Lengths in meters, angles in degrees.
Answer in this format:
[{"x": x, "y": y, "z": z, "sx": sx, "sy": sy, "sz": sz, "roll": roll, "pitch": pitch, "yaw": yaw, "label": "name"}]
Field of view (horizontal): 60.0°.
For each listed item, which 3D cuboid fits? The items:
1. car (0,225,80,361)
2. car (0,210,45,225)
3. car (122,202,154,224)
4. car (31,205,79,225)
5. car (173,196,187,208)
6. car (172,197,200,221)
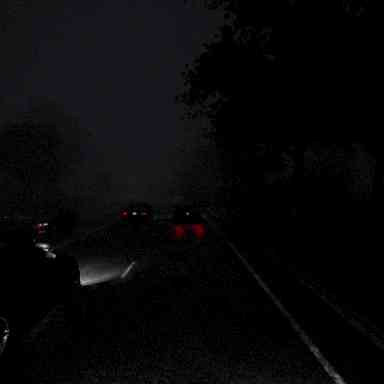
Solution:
[{"x": -3.443, "y": 1.544, "z": 5.684, "sx": 1.994, "sy": 1.385, "sz": 4.181, "roll": 0, "pitch": 0, "yaw": 0, "label": "car"}, {"x": -7.094, "y": 1.523, "z": 11.497, "sx": 1.994, "sy": 1.385, "sz": 4.181, "roll": 0, "pitch": 0, "yaw": -1, "label": "car"}, {"x": -3.858, "y": 1.459, "z": 24.220, "sx": 2.033, "sy": 1.411, "sz": 5.357, "roll": 0, "pitch": 0, "yaw": -2, "label": "car"}, {"x": -7.272, "y": 1.431, "z": 16.874, "sx": 2.128, "sy": 1.511, "sz": 4.902, "roll": 0, "pitch": 0, "yaw": -1, "label": "car"}, {"x": -1.713, "y": 1.355, "z": 46.227, "sx": 1.812, "sy": 1.442, "sz": 4.674, "roll": 0, "pitch": 0, "yaw": -5, "label": "car"}, {"x": -0.434, "y": 1.382, "z": 25.806, "sx": 1.882, "sy": 1.535, "sz": 5.008, "roll": 0, "pitch": 0, "yaw": -2, "label": "car"}]
